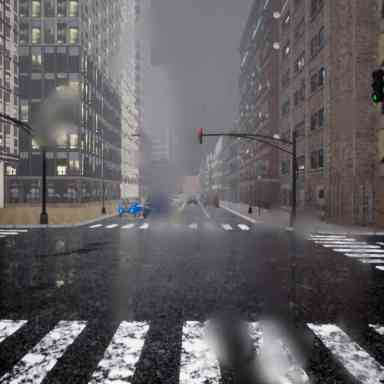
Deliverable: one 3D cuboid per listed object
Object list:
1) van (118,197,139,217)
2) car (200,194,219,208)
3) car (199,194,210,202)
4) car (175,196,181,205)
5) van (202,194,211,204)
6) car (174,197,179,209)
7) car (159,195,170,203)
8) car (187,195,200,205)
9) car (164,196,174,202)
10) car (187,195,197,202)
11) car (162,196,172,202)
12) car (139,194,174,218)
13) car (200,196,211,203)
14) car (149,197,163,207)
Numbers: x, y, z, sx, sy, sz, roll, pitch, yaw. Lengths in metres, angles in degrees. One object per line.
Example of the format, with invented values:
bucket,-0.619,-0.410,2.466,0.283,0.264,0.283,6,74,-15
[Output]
van,-5.660,1.347,30.609,1.690,1.788,3.998,0,0,0
car,2.737,1.329,47.255,2.192,1.841,5.009,0,0,0
car,2.765,1.348,75.009,2.192,1.841,5.009,0,0,0
car,-2.968,1.547,60.427,1.812,1.442,4.674,0,0,1
van,2.754,1.366,63.908,1.690,1.788,3.998,0,0,0
car,-3.054,1.612,41.876,1.895,1.301,4.718,0,0,0
car,-5.620,1.469,69.466,1.967,1.590,4.097,0,0,0
car,0.065,1.623,60.129,1.895,1.301,4.718,0,0,0
car,-5.609,1.589,80.568,2.008,1.369,4.403,0,0,0
car,0.074,1.419,70.105,2.033,1.411,5.357,0,0,0
car,-5.615,1.559,74.847,1.752,1.417,4.829,0,0,0
car,-3.077,1.227,30.279,2.150,2.045,5.566,0,0,0
car,2.761,1.579,69.458,2.008,1.369,4.403,0,0,0
car,-5.637,1.542,52.643,1.752,1.417,4.829,0,0,0
